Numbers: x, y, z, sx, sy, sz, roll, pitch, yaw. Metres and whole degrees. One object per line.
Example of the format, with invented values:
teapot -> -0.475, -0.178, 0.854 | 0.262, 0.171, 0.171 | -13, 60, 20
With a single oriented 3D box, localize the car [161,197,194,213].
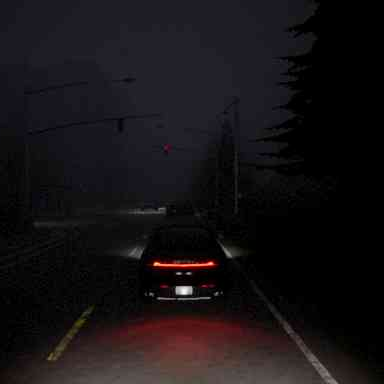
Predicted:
car -> -1.023, 1.467, 30.468 | 1.882, 1.535, 5.008 | 2, 0, 10

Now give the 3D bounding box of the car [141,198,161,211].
car -> -5.137, 1.514, 40.655 | 1.812, 1.442, 4.674 | 0, 0, -3

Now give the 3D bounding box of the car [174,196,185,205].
car -> -2.273, 1.546, 61.295 | 1.994, 1.385, 4.181 | 0, 0, -2

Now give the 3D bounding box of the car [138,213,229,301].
car -> -0.218, 1.502, 8.343 | 1.837, 1.490, 4.892 | 0, 0, -2

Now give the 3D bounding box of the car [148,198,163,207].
car -> -5.536, 1.586, 50.492 | 1.895, 1.301, 4.718 | 0, 0, -2
